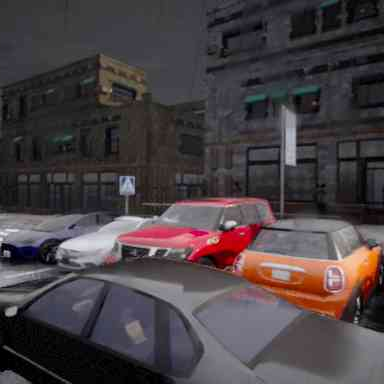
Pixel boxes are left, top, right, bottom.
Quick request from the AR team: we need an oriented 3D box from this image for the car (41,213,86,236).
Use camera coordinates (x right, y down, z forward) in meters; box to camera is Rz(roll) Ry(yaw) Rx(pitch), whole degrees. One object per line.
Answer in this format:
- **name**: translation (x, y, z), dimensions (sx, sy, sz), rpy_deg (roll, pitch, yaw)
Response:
- **car**: translation (-1.822, 1.462, 10.259), dimensions (2.002, 1.452, 4.674), rpy_deg (1, 0, 36)

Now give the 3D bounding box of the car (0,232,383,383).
- **car**: translation (-0.612, 1.527, 3.815), dimensions (5.357, 1.411, 2.033), rpy_deg (1, 0, 36)

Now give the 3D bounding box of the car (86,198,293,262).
- **car**: translation (0.407, 1.193, 8.630), dimensions (2.435, 2.045, 5.566), rpy_deg (1, 0, 36)

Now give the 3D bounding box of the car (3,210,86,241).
- **car**: translation (-4.085, 1.428, 11.835), dimensions (2.163, 1.488, 4.792), rpy_deg (1, 0, 36)
